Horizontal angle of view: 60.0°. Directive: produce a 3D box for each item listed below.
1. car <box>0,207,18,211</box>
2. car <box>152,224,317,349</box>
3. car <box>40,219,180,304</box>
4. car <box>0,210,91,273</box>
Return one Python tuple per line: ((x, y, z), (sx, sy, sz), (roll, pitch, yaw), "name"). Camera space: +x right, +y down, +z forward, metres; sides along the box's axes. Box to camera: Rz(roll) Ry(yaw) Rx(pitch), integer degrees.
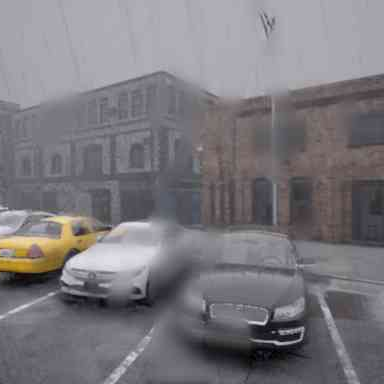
((-6.066, 1.383, 11.551), (2.002, 1.452, 4.674), (1, 0, 14), "car")
((1.195, 1.449, 6.576), (2.231, 1.521, 4.892), (1, 0, 14), "car")
((-1.227, 1.453, 8.231), (2.002, 1.452, 4.674), (1, 0, 14), "car")
((-3.607, 1.376, 10.070), (1.946, 1.575, 5.366), (1, 0, 14), "car")
